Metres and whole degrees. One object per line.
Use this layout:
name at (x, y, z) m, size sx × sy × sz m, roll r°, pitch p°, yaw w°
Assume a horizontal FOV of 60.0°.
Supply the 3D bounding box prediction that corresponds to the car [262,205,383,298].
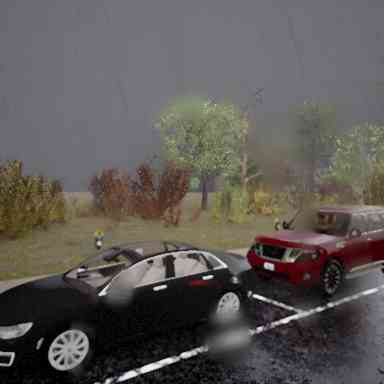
car at (3.735, 1.305, 8.733) m, size 5.009 × 1.841 × 2.192 m, roll 0°, pitch 1°, yaw -35°

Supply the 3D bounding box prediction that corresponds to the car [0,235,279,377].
car at (-0.874, 1.548, 5.461) m, size 4.403 × 1.369 × 2.008 m, roll 0°, pitch 1°, yaw -35°
